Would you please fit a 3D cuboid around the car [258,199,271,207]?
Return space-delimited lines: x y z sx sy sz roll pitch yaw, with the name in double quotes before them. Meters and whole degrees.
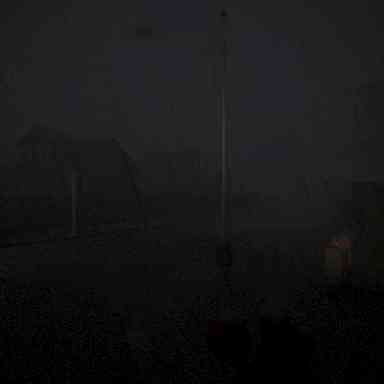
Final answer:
"car" 8.531 1.352 47.666 5.357 1.415 2.033 0 0 38

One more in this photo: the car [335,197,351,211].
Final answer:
"car" 18.566 1.353 39.481 2.097 1.767 4.553 0 0 36

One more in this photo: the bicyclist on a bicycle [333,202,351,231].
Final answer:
"bicyclist on a bicycle" 8.526 1.350 18.068 1.656 1.620 0.582 0 0 35
